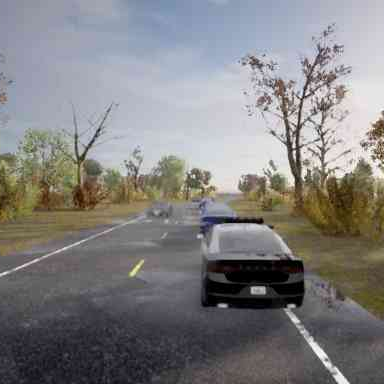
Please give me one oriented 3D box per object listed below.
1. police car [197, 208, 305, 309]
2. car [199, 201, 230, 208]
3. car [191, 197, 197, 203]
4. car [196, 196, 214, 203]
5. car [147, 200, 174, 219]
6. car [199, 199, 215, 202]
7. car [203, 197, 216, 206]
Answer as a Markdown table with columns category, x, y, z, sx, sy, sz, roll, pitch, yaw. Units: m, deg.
| category | x | y | z | sx | sy | sz | roll | pitch | yaw |
| --- | --- | --- | --- | --- | --- | --- | --- | --- | --- |
| police car | 1.144 | 1.424 | 8.081 | 1.930 | 1.638 | 5.238 | 0 | 0 | 1 |
| car | 1.408 | 1.478 | 17.923 | 1.882 | 1.535 | 5.008 | 0 | 0 | 2 |
| car | 0.929 | 1.718 | 70.934 | 1.994 | 1.385 | 4.181 | 0 | 0 | 7 |
| car | 2.041 | 1.584 | 46.574 | 1.812 | 1.442 | 4.674 | 0 | 0 | 6 |
| car | -2.720 | 1.502 | 29.356 | 2.128 | 1.511 | 4.902 | 0 | 0 | 3 |
| car | 1.644 | 1.481 | 23.892 | 1.882 | 1.535 | 5.008 | 0 | 0 | 3 |
| car | 3.202 | 1.610 | 60.356 | 2.128 | 1.511 | 4.902 | 0 | 0 | 6 |
